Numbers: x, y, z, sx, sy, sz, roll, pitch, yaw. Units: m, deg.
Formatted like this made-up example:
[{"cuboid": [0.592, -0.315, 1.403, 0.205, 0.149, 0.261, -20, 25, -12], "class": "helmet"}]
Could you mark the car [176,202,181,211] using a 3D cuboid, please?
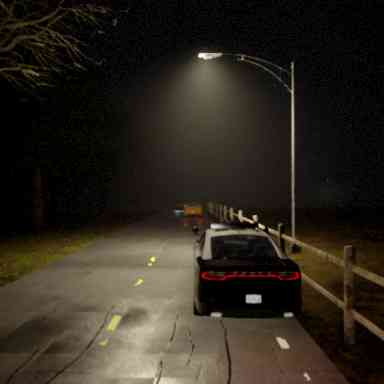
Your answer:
[{"cuboid": [-1.525, 2.500, 58.450, 1.812, 1.442, 4.674, -1, -2, 11], "class": "car"}]

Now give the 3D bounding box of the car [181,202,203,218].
[{"cuboid": [0.097, 1.863, 35.304, 1.882, 1.535, 5.008, 0, -1, 0], "class": "car"}]

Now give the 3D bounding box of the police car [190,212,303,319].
[{"cuboid": [0.967, 1.492, 7.800, 1.930, 1.638, 5.238, 0, -1, 0], "class": "police car"}]

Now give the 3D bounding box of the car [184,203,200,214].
[{"cuboid": [0.048, 2.151, 45.173, 2.033, 1.411, 5.357, 0, -2, 1], "class": "car"}]
